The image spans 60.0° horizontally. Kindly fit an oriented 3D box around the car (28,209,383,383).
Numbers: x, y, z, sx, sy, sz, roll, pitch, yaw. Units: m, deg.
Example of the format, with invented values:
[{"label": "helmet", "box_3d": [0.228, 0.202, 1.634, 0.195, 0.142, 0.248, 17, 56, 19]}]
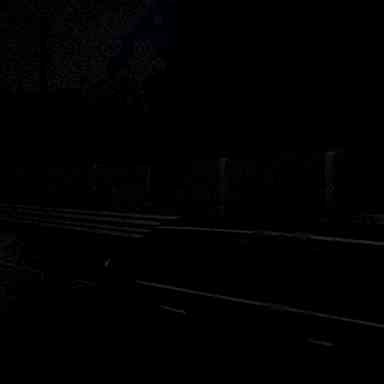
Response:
[{"label": "car", "box_3d": [0.530, 1.209, 3.614, 5.566, 2.045, 2.150, 1, 0, 35]}]
